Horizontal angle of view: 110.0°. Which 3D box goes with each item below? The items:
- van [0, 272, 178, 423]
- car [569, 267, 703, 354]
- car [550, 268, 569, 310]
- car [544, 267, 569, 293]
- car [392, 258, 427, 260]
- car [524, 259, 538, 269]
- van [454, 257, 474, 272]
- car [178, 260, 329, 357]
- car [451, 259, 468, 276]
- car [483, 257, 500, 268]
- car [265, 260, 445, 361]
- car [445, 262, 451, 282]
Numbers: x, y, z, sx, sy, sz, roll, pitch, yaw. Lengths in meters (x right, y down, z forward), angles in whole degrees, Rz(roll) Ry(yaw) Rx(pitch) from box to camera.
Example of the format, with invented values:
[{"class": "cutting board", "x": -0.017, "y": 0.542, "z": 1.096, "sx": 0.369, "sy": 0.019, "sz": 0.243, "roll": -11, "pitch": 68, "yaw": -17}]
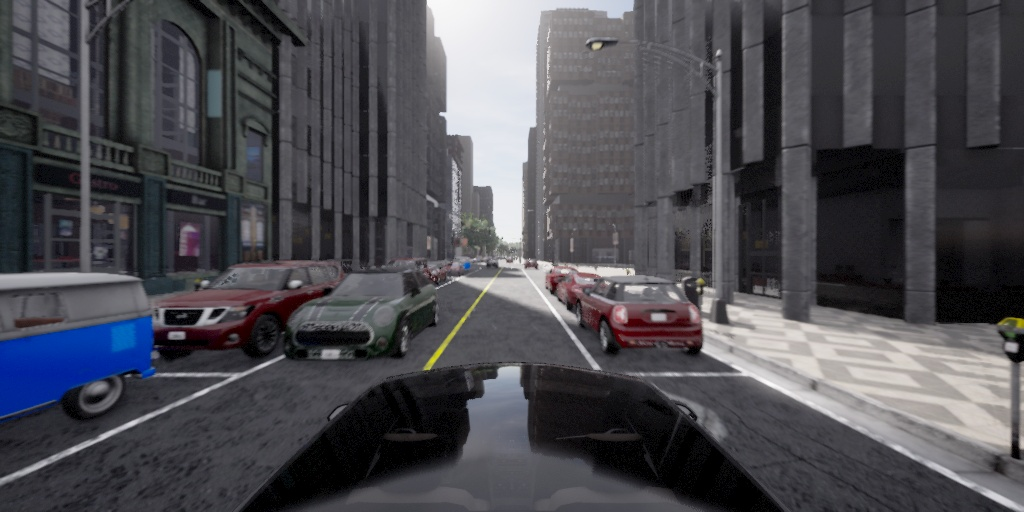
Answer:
[{"class": "van", "x": -5.764, "y": 1.086, "z": 3.242, "sx": 1.690, "sy": 1.789, "sz": 3.998, "roll": 0, "pitch": 0, "yaw": 0}, {"class": "car", "x": 2.760, "y": 1.167, "z": 8.693, "sx": 1.967, "sy": 1.591, "sz": 4.097, "roll": 0, "pitch": 0, "yaw": 0}, {"class": "car", "x": 2.757, "y": 1.292, "z": 14.134, "sx": 1.802, "sy": 1.307, "sz": 4.207, "roll": 0, "pitch": 0, "yaw": 0}, {"class": "car", "x": 2.755, "y": 1.238, "z": 19.573, "sx": 1.888, "sy": 1.381, "sz": 4.507, "roll": 0, "pitch": 0, "yaw": 0}, {"class": "car", "x": -5.770, "y": 1.007, "z": 19.566, "sx": 2.192, "sy": 1.841, "sz": 5.009, "roll": 0, "pitch": 0, "yaw": 0}, {"class": "car", "x": 2.743, "y": 1.083, "z": 52.215, "sx": 1.967, "sy": 1.591, "sz": 4.097, "roll": 0, "pitch": 0, "yaw": 0}, {"class": "van", "x": -5.778, "y": 0.996, "z": 41.328, "sx": 1.690, "sy": 1.789, "sz": 3.998, "roll": 0, "pitch": 0, "yaw": 0}, {"class": "car", "x": -5.766, "y": 1.042, "z": 8.684, "sx": 2.192, "sy": 1.841, "sz": 5.009, "roll": 0, "pitch": 0, "yaw": 0}, {"class": "car", "x": -5.776, "y": 1.244, "z": 35.886, "sx": 1.802, "sy": 1.307, "sz": 4.207, "roll": 0, "pitch": 0, "yaw": 0}, {"class": "car", "x": -3.021, "y": 1.241, "z": 55.515, "sx": 1.895, "sy": 1.301, "sz": 4.718, "roll": 0, "pitch": 0, "yaw": 0}, {"class": "car", "x": -3.103, "y": 1.080, "z": 8.379, "sx": 2.097, "sy": 1.767, "sz": 4.553, "roll": 0, "pitch": 0, "yaw": 0}, {"class": "car", "x": -5.772, "y": 1.117, "z": 25.007, "sx": 1.967, "sy": 1.591, "sz": 4.097, "roll": 0, "pitch": 0, "yaw": 0}]
